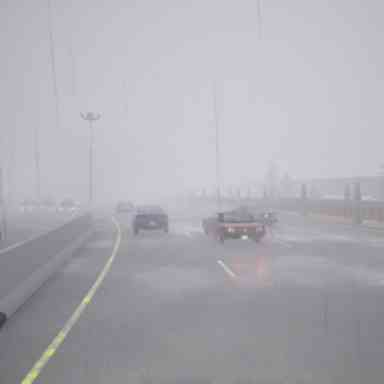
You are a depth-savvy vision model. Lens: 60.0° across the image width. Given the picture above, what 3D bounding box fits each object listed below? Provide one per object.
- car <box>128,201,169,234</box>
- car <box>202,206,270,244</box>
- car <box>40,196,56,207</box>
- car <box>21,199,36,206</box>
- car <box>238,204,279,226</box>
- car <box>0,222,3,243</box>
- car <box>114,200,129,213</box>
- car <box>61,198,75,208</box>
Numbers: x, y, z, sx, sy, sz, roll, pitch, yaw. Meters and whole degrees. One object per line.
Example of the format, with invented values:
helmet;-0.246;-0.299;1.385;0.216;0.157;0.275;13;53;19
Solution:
car;-2.594;1.500;19.815;1.882;1.535;5.008;0;0;-12
car;1.796;1.592;15.974;1.895;1.301;4.718;0;0;-10
car;-24.426;1.557;56.433;2.097;1.767;4.553;0;0;-16
car;-28.576;1.838;58.153;1.895;1.301;4.718;0;0;-17
car;3.946;1.521;22.763;2.033;1.411;5.357;0;0;-14
car;-8.289;1.536;11.385;1.882;1.535;5.008;0;0;-9
car;-7.652;1.629;37.771;1.994;1.385;4.181;0;0;-17
car;-19.661;1.643;52.745;1.882;1.535;5.008;0;0;-16
